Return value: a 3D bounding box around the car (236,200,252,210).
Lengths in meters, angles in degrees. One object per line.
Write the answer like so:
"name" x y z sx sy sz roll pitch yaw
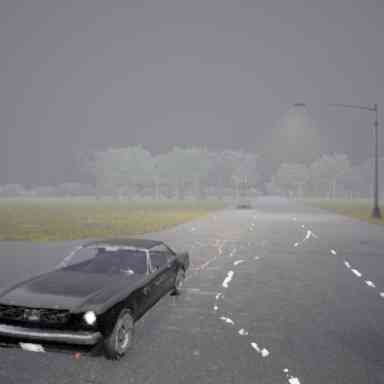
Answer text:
"car" 7.219 1.736 45.846 1.994 1.385 4.181 0 0 12

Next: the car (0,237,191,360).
"car" -1.428 1.587 6.122 1.895 1.301 4.718 0 -1 13
